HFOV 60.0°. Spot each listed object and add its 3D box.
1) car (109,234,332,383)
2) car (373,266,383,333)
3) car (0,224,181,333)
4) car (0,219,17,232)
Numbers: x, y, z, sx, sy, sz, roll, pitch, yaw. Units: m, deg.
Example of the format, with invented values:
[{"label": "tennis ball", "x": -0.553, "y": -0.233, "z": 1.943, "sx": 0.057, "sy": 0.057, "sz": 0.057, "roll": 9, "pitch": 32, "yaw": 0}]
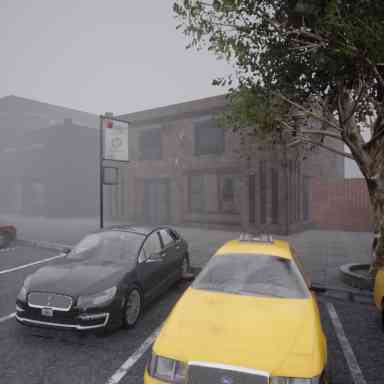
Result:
[{"label": "car", "x": 0.968, "y": 1.480, "z": 5.183, "sx": 1.946, "sy": 1.575, "sz": 5.366, "roll": 1, "pitch": -1, "yaw": 16}, {"label": "car", "x": 3.411, "y": 1.480, "z": 3.438, "sx": 1.946, "sy": 1.575, "sz": 5.366, "roll": 1, "pitch": -1, "yaw": 16}, {"label": "car", "x": -1.418, "y": 1.487, "z": 7.114, "sx": 2.231, "sy": 1.521, "sz": 4.892, "roll": 1, "pitch": -1, "yaw": 16}, {"label": "car", "x": -8.734, "y": 1.528, "z": 12.357, "sx": 2.002, "sy": 1.452, "sz": 4.674, "roll": 1, "pitch": -1, "yaw": 16}]
